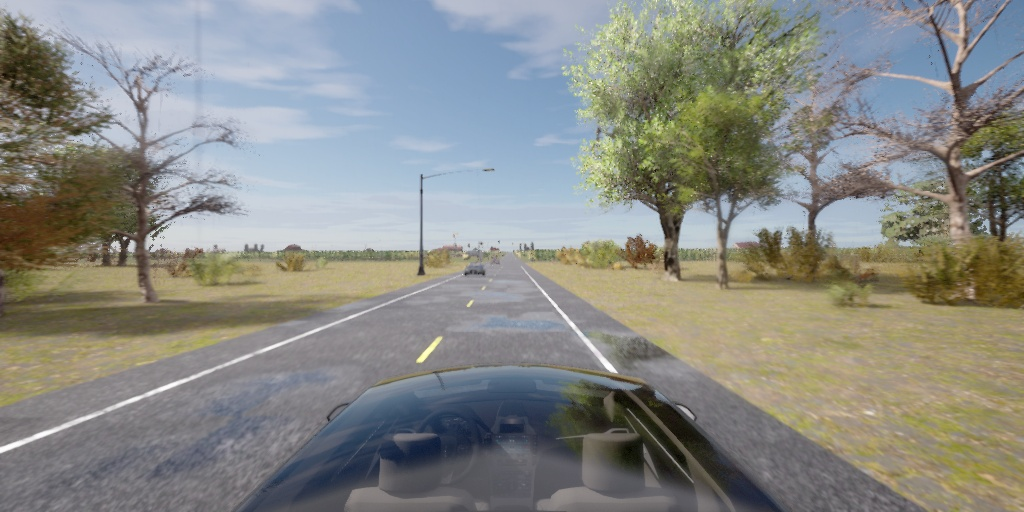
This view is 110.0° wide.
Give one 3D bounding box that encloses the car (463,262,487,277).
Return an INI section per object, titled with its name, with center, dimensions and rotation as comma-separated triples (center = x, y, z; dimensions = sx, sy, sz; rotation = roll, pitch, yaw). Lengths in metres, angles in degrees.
[car]
center = -3.593, 1.310, 35.528
dimensions = 1.994, 1.385, 4.181
rotation = 0, 0, 0
